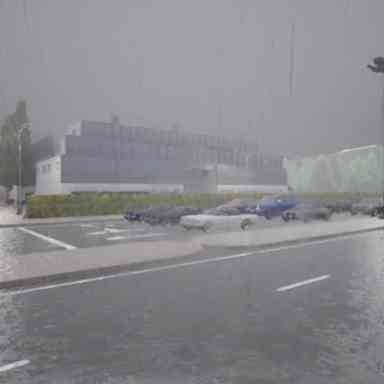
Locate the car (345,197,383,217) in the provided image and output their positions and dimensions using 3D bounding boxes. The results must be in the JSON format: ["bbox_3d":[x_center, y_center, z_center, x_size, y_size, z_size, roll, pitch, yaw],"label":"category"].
[{"bbox_3d":[16.586,1.277,30.705,4.553,1.767,2.097,0,0,-37],"label":"car"}]

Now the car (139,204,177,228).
[{"bbox_3d":[-0.792,1.596,22.153,4.718,1.301,1.895,0,0,-36],"label":"car"}]

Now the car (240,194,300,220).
[{"bbox_3d":[6.982,1.185,27.891,5.566,2.045,2.150,0,0,-37],"label":"car"}]

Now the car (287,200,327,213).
[{"bbox_3d":[12.661,1.539,36.510,4.718,1.301,1.895,0,0,-37],"label":"car"}]

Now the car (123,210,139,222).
[{"bbox_3d":[-2.712,1.603,25.075,4.718,1.301,1.895,0,0,-36],"label":"car"}]

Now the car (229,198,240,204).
[{"bbox_3d":[4.422,1.324,30.346,4.553,1.767,2.097,0,0,-37],"label":"car"}]

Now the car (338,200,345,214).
[{"bbox_3d":[15.068,1.531,33.939,4.718,1.301,1.895,0,0,-37],"label":"car"}]

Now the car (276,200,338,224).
[{"bbox_3d":[8.565,1.522,24.703,4.181,1.385,1.994,0,0,-37],"label":"car"}]

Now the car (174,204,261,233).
[{"bbox_3d":[1.606,1.588,19.574,4.718,1.301,1.895,0,0,-36],"label":"car"}]
